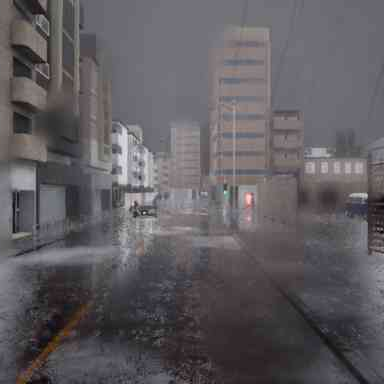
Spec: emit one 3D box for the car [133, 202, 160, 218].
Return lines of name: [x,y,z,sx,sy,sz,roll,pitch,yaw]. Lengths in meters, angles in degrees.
car: [-4.000,1.569,29.910,1.994,1.385,4.181,0,0,0]
